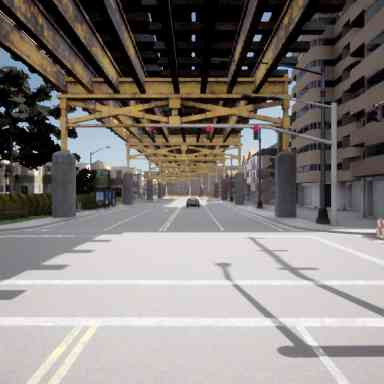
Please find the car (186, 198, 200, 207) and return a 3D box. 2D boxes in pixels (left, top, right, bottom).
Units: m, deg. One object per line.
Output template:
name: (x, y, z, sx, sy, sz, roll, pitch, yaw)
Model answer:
car: (0.152, 1.564, 51.144, 1.994, 1.385, 4.181, 0, 0, 0)
